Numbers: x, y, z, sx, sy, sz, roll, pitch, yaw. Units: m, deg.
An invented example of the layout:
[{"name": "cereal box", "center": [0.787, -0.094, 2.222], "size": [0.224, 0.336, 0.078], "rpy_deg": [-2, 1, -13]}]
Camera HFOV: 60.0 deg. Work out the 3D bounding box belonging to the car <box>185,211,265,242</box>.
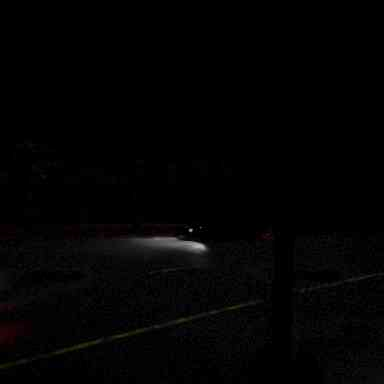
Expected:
[{"name": "car", "center": [1.920, 1.823, 18.255], "size": [4.892, 1.490, 1.837], "rpy_deg": [4, -2, -35]}]
